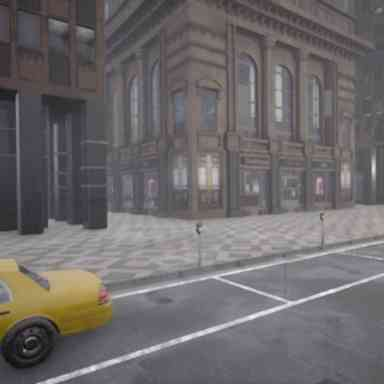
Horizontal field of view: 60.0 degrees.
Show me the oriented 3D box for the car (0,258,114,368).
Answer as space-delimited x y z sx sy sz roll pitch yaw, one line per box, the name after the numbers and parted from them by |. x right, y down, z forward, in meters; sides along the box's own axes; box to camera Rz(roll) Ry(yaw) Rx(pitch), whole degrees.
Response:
-3.478 1.533 4.177 4.829 1.417 1.752 -1 1 -35 | car
